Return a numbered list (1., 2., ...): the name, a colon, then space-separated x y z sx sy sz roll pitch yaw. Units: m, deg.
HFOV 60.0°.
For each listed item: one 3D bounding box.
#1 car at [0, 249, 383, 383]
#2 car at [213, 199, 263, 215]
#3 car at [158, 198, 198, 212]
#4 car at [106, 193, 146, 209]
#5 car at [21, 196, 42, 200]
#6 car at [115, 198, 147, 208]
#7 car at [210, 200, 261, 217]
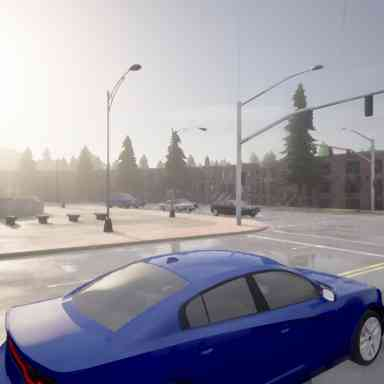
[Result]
1. car: 0.462 1.478 4.126 5.008 1.535 1.882 0 0 -35
2. car: 4.734 1.547 35.216 2.033 1.411 5.357 0 0 -36
3. car: -1.827 1.601 38.048 1.895 1.301 4.718 0 0 -39
4. car: -9.472 1.221 45.603 5.566 2.045 2.150 0 0 36
5. car: -29.909 1.505 60.665 4.892 1.490 1.837 0 0 5
6. car: -9.102 1.601 49.599 4.718 1.301 1.895 0 0 34
7. car: 3.772 1.478 30.569 1.882 1.535 5.008 0 0 -36
